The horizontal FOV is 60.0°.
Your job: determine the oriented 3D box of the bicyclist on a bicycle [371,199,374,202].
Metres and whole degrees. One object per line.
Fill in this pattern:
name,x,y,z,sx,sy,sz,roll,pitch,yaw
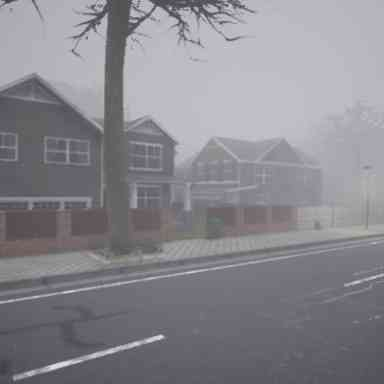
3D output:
bicyclist on a bicycle,26.393,1.824,48.606,1.656,1.620,0.582,0,0,-35
